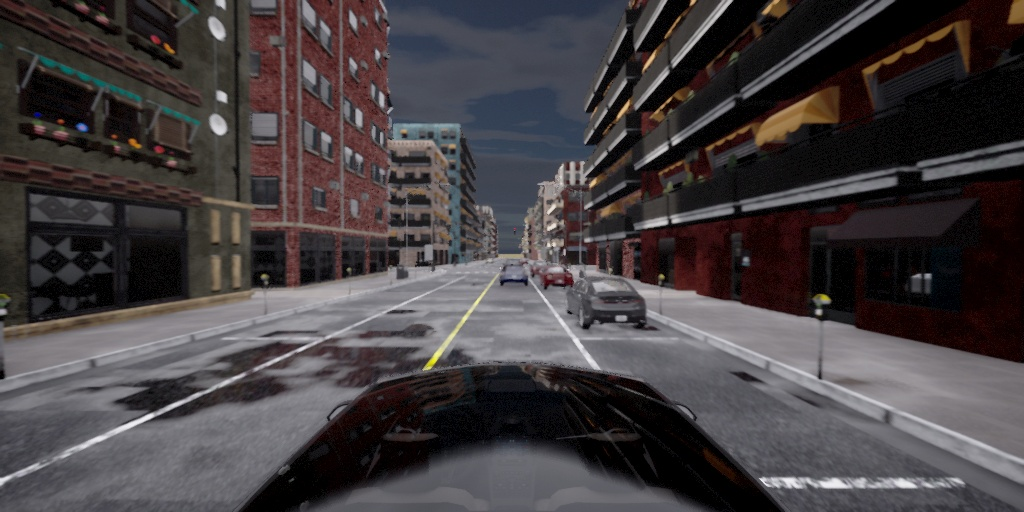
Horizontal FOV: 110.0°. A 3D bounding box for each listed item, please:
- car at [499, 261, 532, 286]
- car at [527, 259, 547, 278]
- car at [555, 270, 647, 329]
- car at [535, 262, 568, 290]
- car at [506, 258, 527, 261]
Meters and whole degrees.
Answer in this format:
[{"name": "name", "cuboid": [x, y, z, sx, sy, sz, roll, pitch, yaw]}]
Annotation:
[{"name": "car", "cuboid": [0.115, 1.291, 25.248, 1.994, 1.385, 4.181, 0, 0, -1]}, {"name": "car", "cuboid": [2.696, 1.161, 33.719, 1.967, 1.591, 4.097, 0, 0, 0]}, {"name": "car", "cuboid": [2.692, 1.291, 10.979, 2.007, 1.370, 4.403, 0, 0, 0]}, {"name": "car", "cuboid": [2.694, 1.275, 22.349, 1.888, 1.381, 4.507, 0, 0, 0]}, {"name": "car", "cuboid": [0.109, 1.072, 35.250, 2.097, 1.767, 4.553, 0, 0, 0]}]
